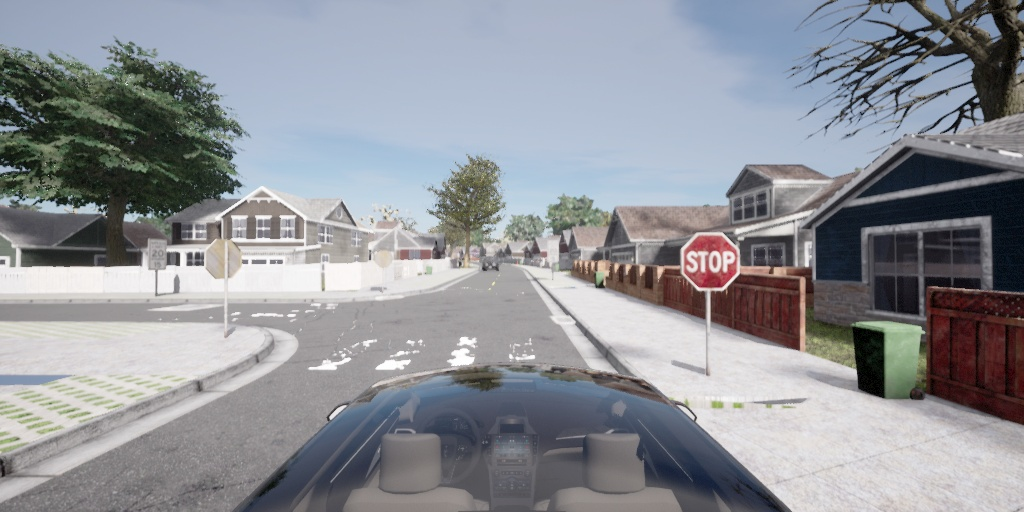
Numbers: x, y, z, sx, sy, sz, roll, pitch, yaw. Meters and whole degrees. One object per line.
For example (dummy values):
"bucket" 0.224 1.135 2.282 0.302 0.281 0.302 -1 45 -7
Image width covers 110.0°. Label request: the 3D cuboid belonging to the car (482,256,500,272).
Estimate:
"car" -2.728 0.998 46.982 2.150 2.045 5.566 0 0 -1
